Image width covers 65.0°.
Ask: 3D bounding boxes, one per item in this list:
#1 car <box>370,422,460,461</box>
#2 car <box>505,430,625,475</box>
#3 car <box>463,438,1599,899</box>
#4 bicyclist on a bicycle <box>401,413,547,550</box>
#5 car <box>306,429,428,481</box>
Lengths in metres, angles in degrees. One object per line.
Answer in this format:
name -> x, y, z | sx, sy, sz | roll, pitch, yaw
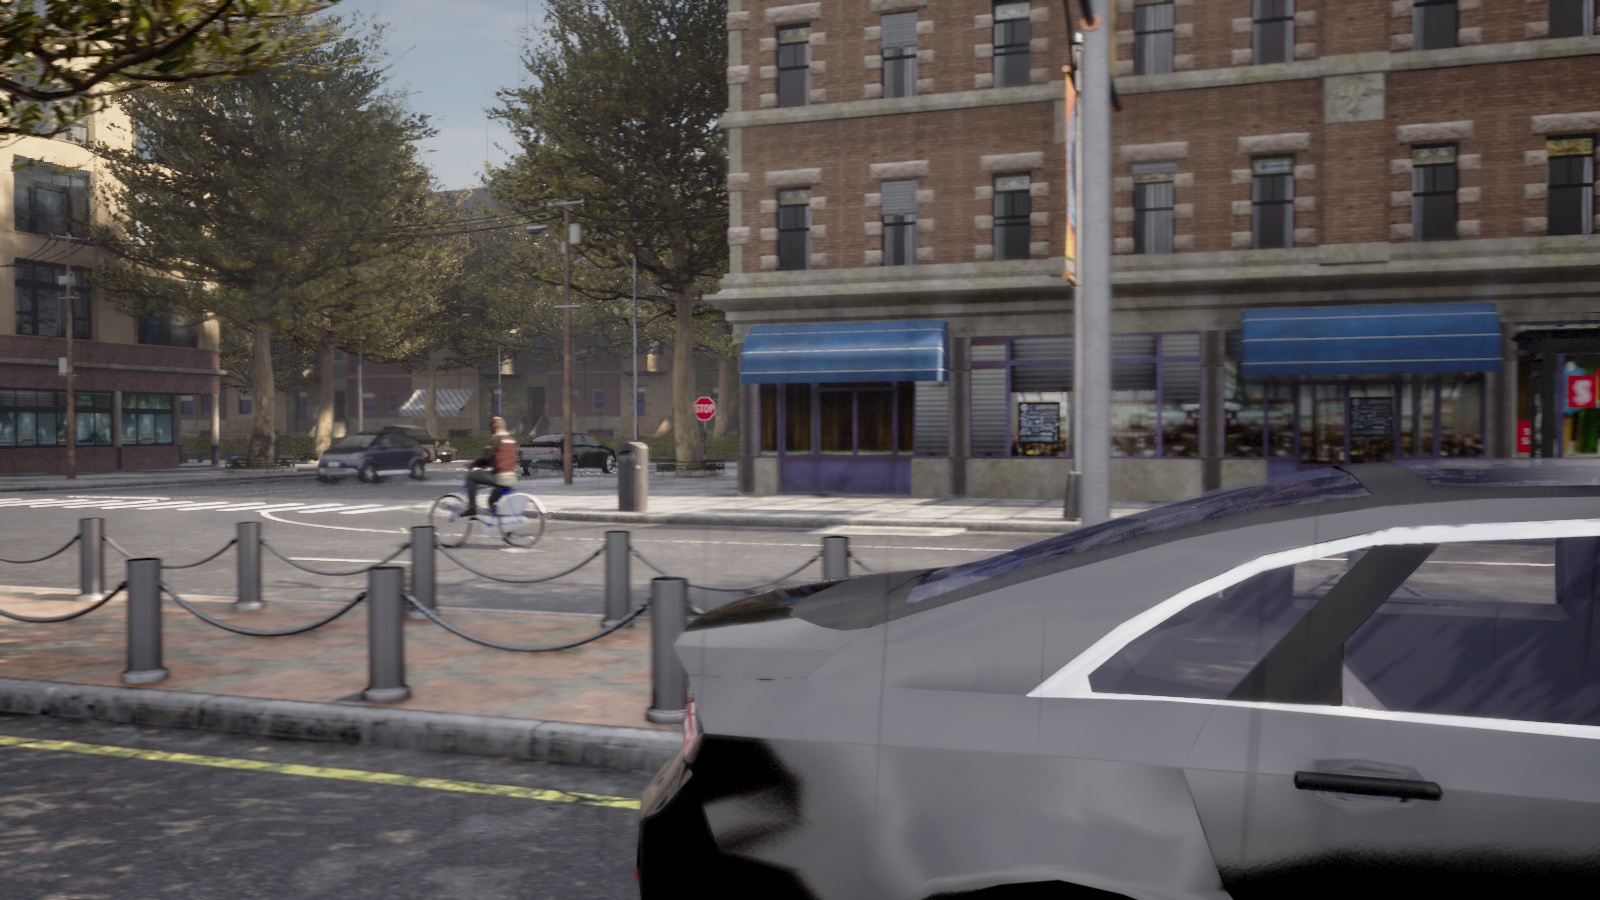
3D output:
car -> -18.910, -0.436, 61.651 | 3.866, 1.878, 1.905 | 1, 1, 21
car -> -8.278, 0.036, 44.702 | 2.128, 1.511, 4.902 | 1, 1, 18
car -> 2.053, 0.750, 2.502 | 4.902, 1.511, 2.128 | 1, 1, 19
bicyclist on a bicycle -> -4.384, 0.408, 16.875 | 1.843, 1.776, 0.659 | 0, -1, 22
car -> -13.584, 0.120, 39.595 | 1.789, 1.549, 3.705 | 1, 1, 18
